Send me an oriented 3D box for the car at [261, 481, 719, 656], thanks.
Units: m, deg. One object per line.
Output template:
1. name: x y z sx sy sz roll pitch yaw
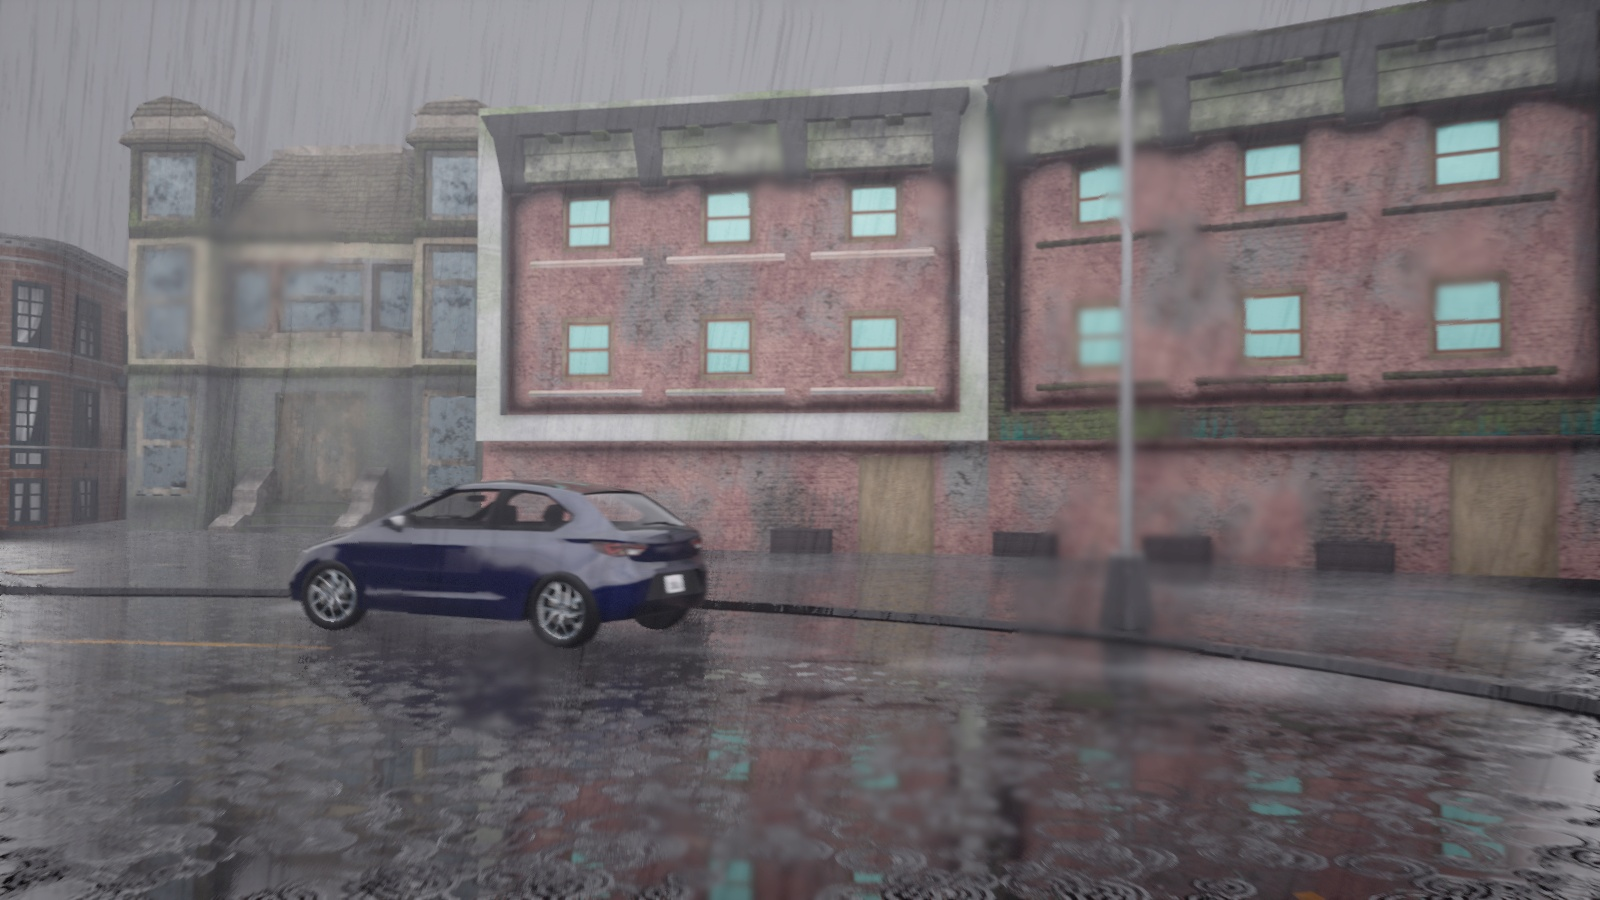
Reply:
1. car: -3.078 1.051 12.405 4.193 1.474 1.816 -1 -1 26
